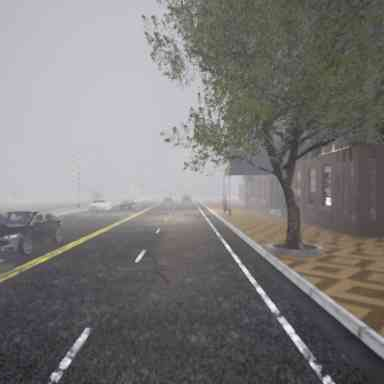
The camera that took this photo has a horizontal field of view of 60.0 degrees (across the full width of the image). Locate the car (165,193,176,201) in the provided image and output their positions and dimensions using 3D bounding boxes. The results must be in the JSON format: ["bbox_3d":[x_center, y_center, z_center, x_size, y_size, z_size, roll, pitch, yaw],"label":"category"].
[{"bbox_3d":[-4.435,1.019,70.417,2.097,1.767,4.553,0,0,-1],"label":"car"}]

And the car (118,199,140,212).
[{"bbox_3d":[-7.122,1.509,37.864,1.994,1.385,4.181,0,0,-1],"label":"car"}]

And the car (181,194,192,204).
[{"bbox_3d":[-1.005,1.345,60.086,1.837,1.490,4.892,0,0,-1],"label":"car"}]

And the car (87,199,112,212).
[{"bbox_3d":[-10.371,1.495,37.808,1.812,1.442,4.674,0,0,-1],"label":"car"}]

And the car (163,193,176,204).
[{"bbox_3d":[-4.255,1.354,60.030,2.128,1.511,4.902,0,0,-1],"label":"car"}]

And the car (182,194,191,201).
[{"bbox_3d":[-1.185,1.142,70.503,1.837,1.490,4.892,0,0,-1],"label":"car"}]

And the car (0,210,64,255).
[{"bbox_3d":[-6.786,1.501,13.384,2.128,1.511,4.902,0,0,-1],"label":"car"}]
